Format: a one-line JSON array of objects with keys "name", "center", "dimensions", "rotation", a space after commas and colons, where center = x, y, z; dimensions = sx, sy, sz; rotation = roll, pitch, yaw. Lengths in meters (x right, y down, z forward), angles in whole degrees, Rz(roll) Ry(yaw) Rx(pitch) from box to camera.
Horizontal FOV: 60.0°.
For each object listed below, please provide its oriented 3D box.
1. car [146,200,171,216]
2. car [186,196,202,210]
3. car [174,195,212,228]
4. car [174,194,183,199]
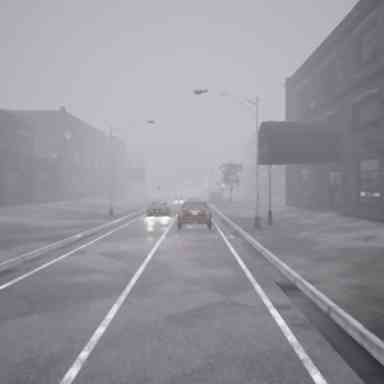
[{"name": "car", "center": [-2.988, 1.457, 30.485], "dimensions": [1.994, 1.385, 4.181], "rotation": [0, 0, 0]}, {"name": "car", "center": [0.240, 1.320, 40.395], "dimensions": [1.837, 1.490, 4.892], "rotation": [0, 0, 0]}, {"name": "car", "center": [0.174, 1.280, 21.803], "dimensions": [2.097, 1.767, 4.553], "rotation": [0, 0, 0]}, {"name": "car", "center": [-2.751, 1.083, 70.944], "dimensions": [2.128, 1.511, 4.902], "rotation": [0, 0, 0]}]
